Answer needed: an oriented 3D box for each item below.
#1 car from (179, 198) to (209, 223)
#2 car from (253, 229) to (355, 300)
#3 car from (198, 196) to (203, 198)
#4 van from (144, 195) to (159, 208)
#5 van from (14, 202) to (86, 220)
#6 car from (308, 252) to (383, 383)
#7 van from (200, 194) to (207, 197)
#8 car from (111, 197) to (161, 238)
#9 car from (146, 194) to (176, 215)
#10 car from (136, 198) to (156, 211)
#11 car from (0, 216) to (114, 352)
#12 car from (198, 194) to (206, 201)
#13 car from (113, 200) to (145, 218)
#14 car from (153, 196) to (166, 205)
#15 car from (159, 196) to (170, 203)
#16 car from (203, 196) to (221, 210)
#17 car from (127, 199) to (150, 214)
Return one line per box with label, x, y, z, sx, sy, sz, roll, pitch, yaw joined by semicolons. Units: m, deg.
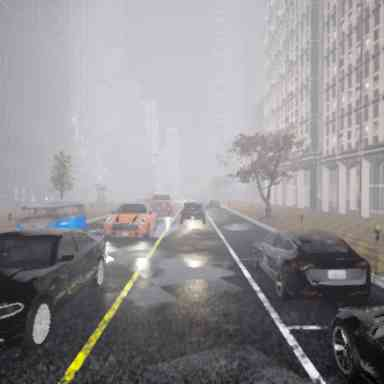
car;0.063;1.482;25.193;1.837;1.490;4.892;0;0;0
car;2.675;1.556;8.219;1.947;1.339;4.313;-1;0;0
car;0.068;1.572;43.910;1.895;1.301;4.718;0;0;0
van;-5.729;1.314;47.589;1.690;1.788;3.998;-1;0;0
van;-5.711;1.327;13.840;1.690;1.788;3.998;-1;0;0
car;2.678;1.562;2.594;1.947;1.339;4.313;-1;0;0
van;2.636;1.320;75.720;1.690;1.788;3.998;-1;0;0
car;-3.068;1.334;17.502;2.097;1.767;4.553;0;0;0
car;-3.048;1.198;33.385;2.150;2.045;5.566;0;0;1
car;-5.722;1.518;41.965;1.887;1.381;4.507;-1;0;0
car;-3.094;1.470;6.420;1.882;1.535;5.008;0;0;0
car;2.632;1.426;86.970;1.967;1.590;4.097;-1;0;0
car;-5.717;1.526;30.715;2.008;1.369;4.403;-1;0;0
car;-5.731;1.518;58.840;1.887;1.381;4.507;-1;0;0
car;-5.736;1.528;70.091;2.008;1.369;4.403;-1;0;0
car;2.658;1.553;41.970;1.802;1.307;4.206;-1;0;0
car;-5.720;1.499;36.170;1.752;1.417;4.829;-1;0;0
